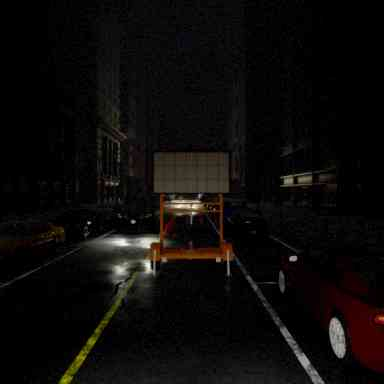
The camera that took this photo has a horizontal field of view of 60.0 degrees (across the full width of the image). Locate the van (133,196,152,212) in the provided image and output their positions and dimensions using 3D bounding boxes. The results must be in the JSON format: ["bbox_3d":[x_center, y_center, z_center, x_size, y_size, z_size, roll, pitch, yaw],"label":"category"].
[{"bbox_3d":[-5.843,1.360,39.464,1.690,1.788,3.998,0,0,0],"label":"van"}]

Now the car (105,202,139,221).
[{"bbox_3d":[-5.819,1.575,28.191,1.947,1.339,4.313,0,0,0],"label":"car"}]

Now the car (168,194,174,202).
[{"bbox_3d":[-5.923,1.616,78.920,1.887,1.381,4.507,0,0,0],"label":"car"}]

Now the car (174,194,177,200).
[{"bbox_3d":[-5.946,1.659,90.193,1.947,1.339,4.313,0,0,0],"label":"car"}]

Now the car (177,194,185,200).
[{"bbox_3d":[-3.190,1.626,94.149,1.812,1.442,4.674,0,0,0],"label":"car"}]

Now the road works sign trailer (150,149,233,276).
[{"bbox_3d":[-0.018,0.465,10.331,2.380,3.560,2.880,0,0,0],"label":"road works sign trailer"}]

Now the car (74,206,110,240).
[{"bbox_3d":[-5.796,1.569,16.917,1.947,1.339,4.313,0,0,0],"label":"car"}]

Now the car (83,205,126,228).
[{"bbox_3d":[-5.807,1.588,22.555,1.802,1.307,4.206,0,0,0],"label":"car"}]

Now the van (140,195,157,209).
[{"bbox_3d":[-5.854,1.366,45.101,1.690,1.788,3.998,0,0,0],"label":"van"}]

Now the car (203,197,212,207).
[{"bbox_3d":[2.683,1.570,39.497,2.008,1.369,4.403,0,0,0],"label":"car"}]

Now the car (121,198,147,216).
[{"bbox_3d":[-5.831,1.454,33.828,1.967,1.590,4.097,0,0,0],"label":"car"}]

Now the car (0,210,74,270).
[{"bbox_3d":[-5.784,1.526,11.111,1.752,1.417,4.829,0,0,0],"label":"car"}]

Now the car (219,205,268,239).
[{"bbox_3d":[2.729,1.554,16.952,2.008,1.369,4.403,0,0,0],"label":"car"}]

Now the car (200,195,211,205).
[{"bbox_3d":[2.660,1.576,50.769,1.887,1.381,4.507,0,0,0],"label":"car"}]

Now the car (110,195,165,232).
[{"bbox_3d":[-3.139,1.226,20.498,2.150,2.045,5.566,0,0,0],"label":"car"}]

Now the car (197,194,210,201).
[{"bbox_3d":[2.636,1.360,62.042,2.192,1.841,5.009,0,0,0],"label":"car"}]

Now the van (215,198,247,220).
[{"bbox_3d":[2.717,1.347,22.588,1.690,1.788,3.998,0,0,0],"label":"van"}]

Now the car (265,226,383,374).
[{"bbox_3d":[2.753,1.545,5.680,1.887,1.381,4.507,0,0,0],"label":"car"}]

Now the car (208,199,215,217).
[{"bbox_3d":[2.706,1.560,28.225,2.008,1.369,4.403,0,0,0],"label":"car"}]

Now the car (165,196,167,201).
[{"bbox_3d":[-5.877,1.353,56.373,2.192,1.841,5.009,0,0,0],"label":"car"}]

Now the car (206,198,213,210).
[{"bbox_3d":[2.694,1.596,33.861,1.802,1.307,4.206,0,0,0],"label":"car"}]
